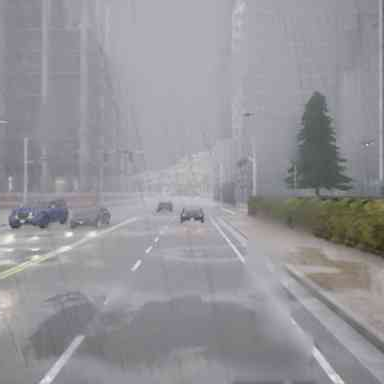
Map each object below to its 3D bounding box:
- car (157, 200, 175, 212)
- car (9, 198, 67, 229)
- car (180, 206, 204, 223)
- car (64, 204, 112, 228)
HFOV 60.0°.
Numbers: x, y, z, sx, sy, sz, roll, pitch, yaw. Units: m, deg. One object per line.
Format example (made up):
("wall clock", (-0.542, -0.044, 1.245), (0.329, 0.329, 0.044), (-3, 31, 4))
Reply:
("car", (-3.389, 1.782, 43.215), (1.837, 1.490, 4.892), (0, -1, 0))
("car", (-10.491, 1.461, 23.344), (2.150, 2.045, 5.566), (0, 0, 0))
("car", (0.023, 1.776, 27.080), (1.895, 1.301, 4.718), (0, 0, 0))
("car", (-6.991, 1.711, 23.371), (1.837, 1.490, 4.892), (0, 0, 0))
